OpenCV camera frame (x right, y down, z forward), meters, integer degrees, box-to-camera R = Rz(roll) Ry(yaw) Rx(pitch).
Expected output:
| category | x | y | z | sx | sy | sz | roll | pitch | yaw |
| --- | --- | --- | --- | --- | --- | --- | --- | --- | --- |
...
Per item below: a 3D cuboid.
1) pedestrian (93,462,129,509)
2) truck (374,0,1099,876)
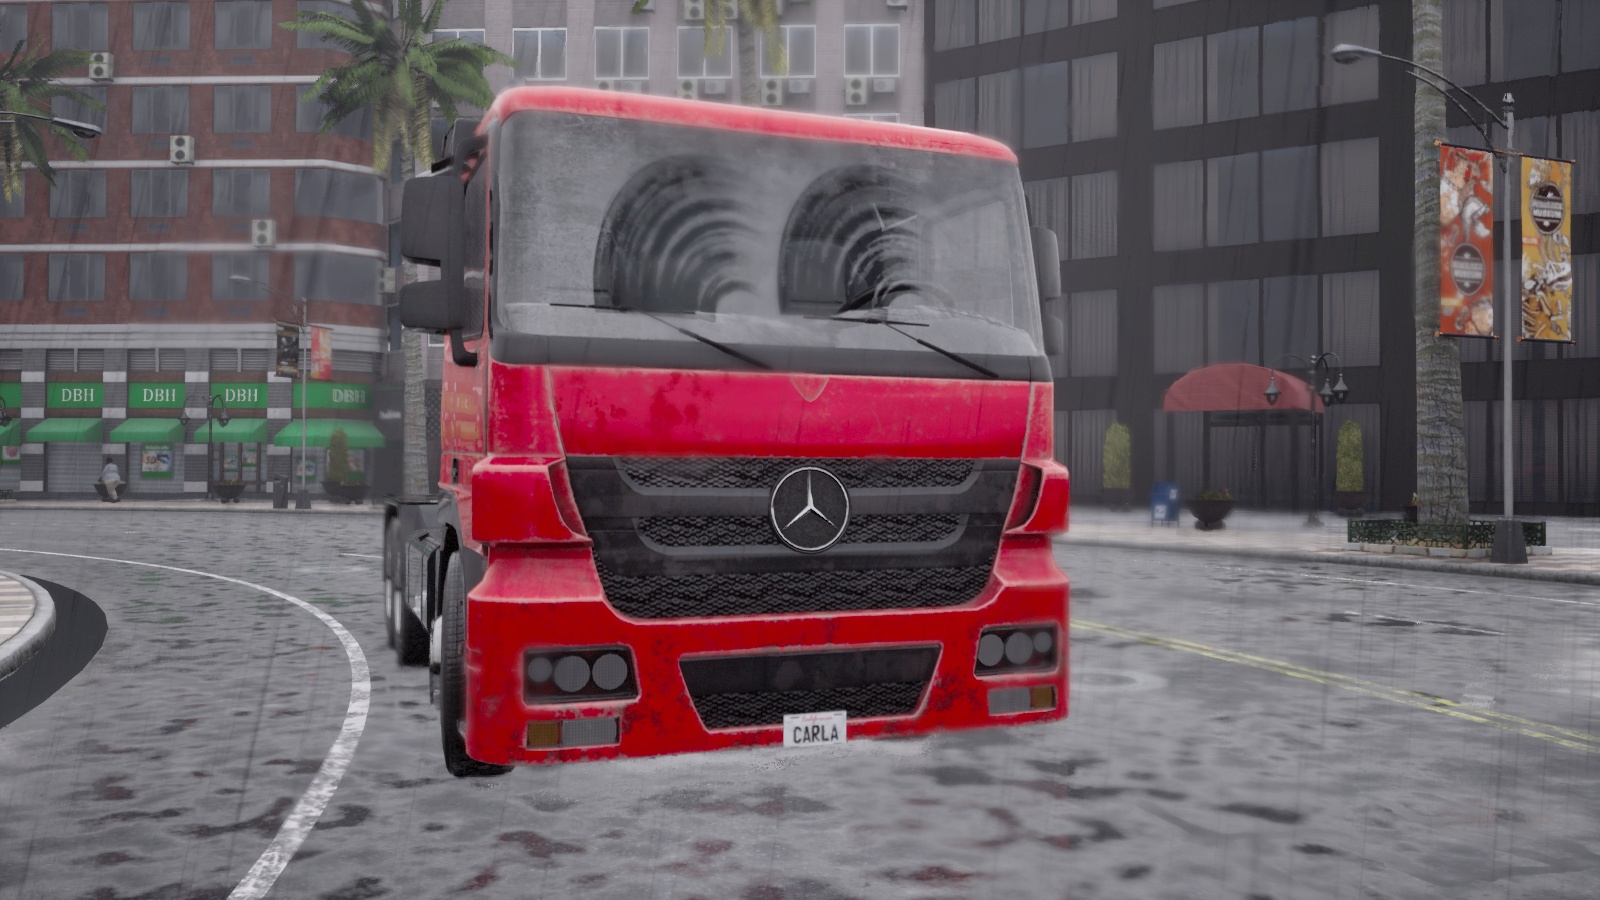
| category | x | y | z | sx | sy | sz | roll | pitch | yaw |
| --- | --- | --- | --- | --- | --- | --- | --- | --- | --- |
| pedestrian | -27.466 | 1.419 | 50.043 | 0.900 | 1.855 | 0.874 | 0 | -1 | 14 |
| truck | -1.382 | -0.010 | 9.150 | 2.891 | 3.462 | 7.936 | 0 | -1 | -21 |
